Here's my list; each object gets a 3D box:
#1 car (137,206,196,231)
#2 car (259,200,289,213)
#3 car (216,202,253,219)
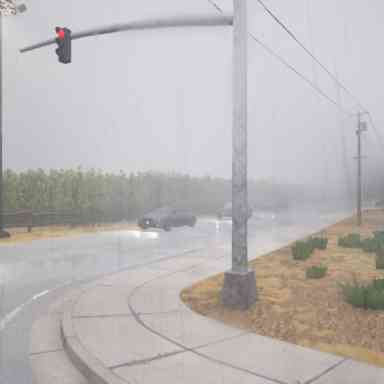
[{"bbox_3d":[-1.481,1.591,20.871,1.994,1.385,4.181,0,0,33],"label":"car"},{"bbox_3d":[9.468,1.574,38.002,2.033,1.411,5.357,0,0,33],"label":"car"},{"bbox_3d":[3.860,1.552,29.208,1.812,1.442,4.674,0,0,32],"label":"car"}]
